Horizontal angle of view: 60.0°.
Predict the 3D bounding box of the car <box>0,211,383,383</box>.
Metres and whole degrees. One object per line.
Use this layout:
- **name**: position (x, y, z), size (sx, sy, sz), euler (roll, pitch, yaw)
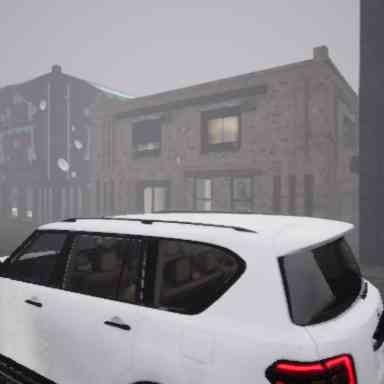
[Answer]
- **car**: position (-0.819, 1.262, 3.964), size (5.566, 2.045, 2.150), euler (-1, 0, 35)
